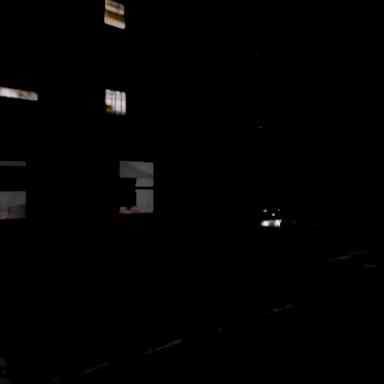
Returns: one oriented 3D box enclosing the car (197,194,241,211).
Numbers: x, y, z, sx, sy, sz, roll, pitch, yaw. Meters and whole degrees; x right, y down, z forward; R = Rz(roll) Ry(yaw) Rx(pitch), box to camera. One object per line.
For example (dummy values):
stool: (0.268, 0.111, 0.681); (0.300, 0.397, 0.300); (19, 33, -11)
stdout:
car: (2.560, 0.989, 32.050); (1.994, 1.385, 4.181); (0, 1, -36)

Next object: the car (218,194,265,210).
car: (4.865, 0.944, 33.337); (1.752, 1.417, 4.829); (1, 0, -36)

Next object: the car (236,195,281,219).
car: (3.971, 1.106, 24.673); (2.033, 1.411, 5.357); (0, 1, -36)

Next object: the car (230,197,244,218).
car: (1.416, 1.138, 23.808); (1.802, 1.307, 4.206); (1, 0, -36)
